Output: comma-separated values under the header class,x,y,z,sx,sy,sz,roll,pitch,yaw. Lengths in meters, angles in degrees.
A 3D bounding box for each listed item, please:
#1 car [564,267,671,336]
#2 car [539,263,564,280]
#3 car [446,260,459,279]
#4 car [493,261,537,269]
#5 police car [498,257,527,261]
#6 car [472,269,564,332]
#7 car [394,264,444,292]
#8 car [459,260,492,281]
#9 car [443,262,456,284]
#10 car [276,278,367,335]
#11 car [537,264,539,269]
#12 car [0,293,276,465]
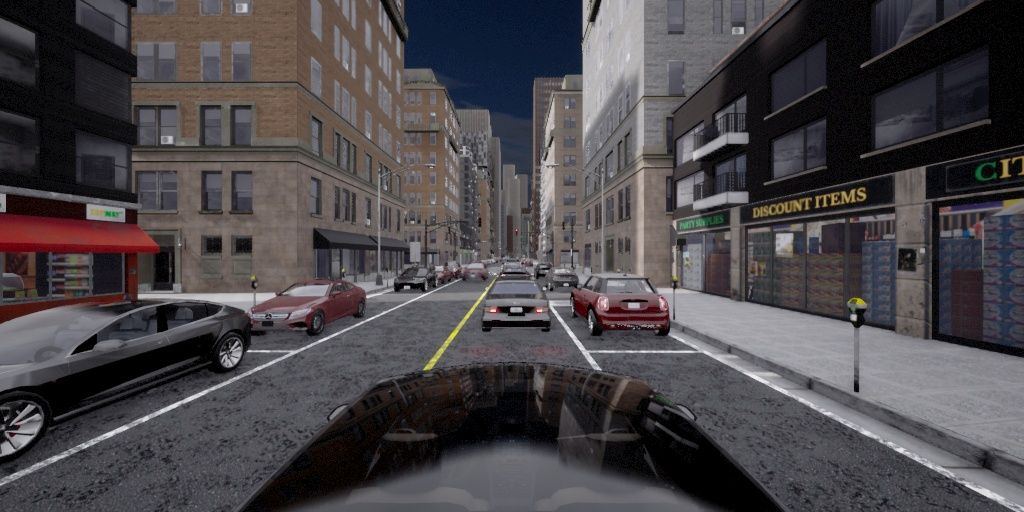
class,x,y,z,sx,sy,sz,roll,pitch,yaw
car,2.877,1.189,10.371,1.967,1.591,4.097,0,0,0
car,2.906,1.301,21.373,2.007,1.370,4.403,0,0,0
car,-5.590,1.192,32.399,1.967,1.591,4.097,0,0,0
car,0.148,1.242,21.367,2.128,1.511,4.902,0,0,0
police car,0.074,1.178,31.386,1.930,1.638,5.238,0,0,0
car,0.118,1.297,10.844,2.033,1.411,5.357,0,0,0
car,-5.620,1.316,21.396,1.948,1.339,4.313,0,0,0
car,-2.962,1.277,29.722,1.812,1.442,4.674,0,0,1
car,-5.605,1.333,26.897,1.802,1.307,4.207,0,0,0
car,-5.649,1.331,10.394,1.802,1.307,4.207,0,0,0
car,2.935,1.319,32.376,1.948,1.339,4.313,0,0,0
car,-5.664,1.315,4.892,1.948,1.339,4.313,0,0,0
